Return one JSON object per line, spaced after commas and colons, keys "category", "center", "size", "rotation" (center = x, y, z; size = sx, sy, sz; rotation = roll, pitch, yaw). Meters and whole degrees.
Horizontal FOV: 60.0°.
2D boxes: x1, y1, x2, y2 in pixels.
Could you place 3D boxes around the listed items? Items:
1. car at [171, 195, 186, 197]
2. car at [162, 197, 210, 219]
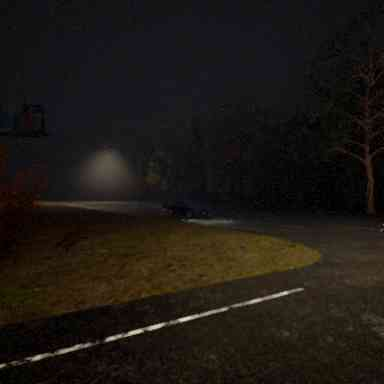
{"category": "car", "center": [-2.181, 1.294, 44.506], "size": [2.097, 1.767, 4.553], "rotation": [0, 0, -34]}
{"category": "car", "center": [-0.365, 1.452, 29.385], "size": [1.882, 1.535, 5.008], "rotation": [1, 0, -34]}
